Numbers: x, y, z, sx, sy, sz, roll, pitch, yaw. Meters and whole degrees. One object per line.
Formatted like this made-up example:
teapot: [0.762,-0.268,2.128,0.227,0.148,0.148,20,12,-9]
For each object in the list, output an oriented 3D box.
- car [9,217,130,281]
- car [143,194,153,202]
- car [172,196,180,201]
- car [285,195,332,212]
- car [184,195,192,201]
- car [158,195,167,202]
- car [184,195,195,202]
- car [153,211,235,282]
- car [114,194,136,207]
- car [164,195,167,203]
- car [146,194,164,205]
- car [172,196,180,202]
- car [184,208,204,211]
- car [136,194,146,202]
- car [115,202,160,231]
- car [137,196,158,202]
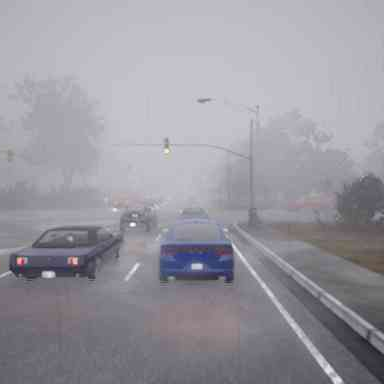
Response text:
car: [-3.383,1.669,10.088,1.895,1.301,4.718,0,0,0]
car: [-10.763,1.458,81.804,2.150,2.045,5.566,0,0,-3]
car: [-4.598,1.738,93.650,2.033,1.411,5.357,0,0,-7]
car: [14.194,1.400,40.416,5.566,2.045,2.150,0,0,-6]
car: [-1.100,1.700,93.923,1.837,1.490,4.892,0,0,-7]
car: [-7.274,1.588,82.100,2.097,1.767,4.553,0,0,-3]
car: [-0.365,1.586,83.996,2.097,1.767,4.553,0,0,-4]
car: [0.119,1.545,9.984,1.882,1.535,5.008,0,0,0]
car: [-10.520,1.568,51.422,2.097,1.767,4.553,0,0,1]
car: [-6.960,1.848,71.862,1.895,1.301,4.718,0,0,-1]
car: [-6.945,1.723,61.838,1.882,1.535,5.008,0,0,0]
car: [-3.828,1.772,83.179,2.033,1.411,5.357,0,0,-4]
car: [0.135,1.671,21.117,1.994,1.385,4.181,0,0,1]
car: [-10.443,1.466,61.008,2.150,2.045,5.566,0,0,0]
car: [-3.359,1.614,21.326,1.837,1.490,4.892,0,0,0]
car: [-6.990,1.786,53.028,1.994,1.385,4.181,0,0,0]
